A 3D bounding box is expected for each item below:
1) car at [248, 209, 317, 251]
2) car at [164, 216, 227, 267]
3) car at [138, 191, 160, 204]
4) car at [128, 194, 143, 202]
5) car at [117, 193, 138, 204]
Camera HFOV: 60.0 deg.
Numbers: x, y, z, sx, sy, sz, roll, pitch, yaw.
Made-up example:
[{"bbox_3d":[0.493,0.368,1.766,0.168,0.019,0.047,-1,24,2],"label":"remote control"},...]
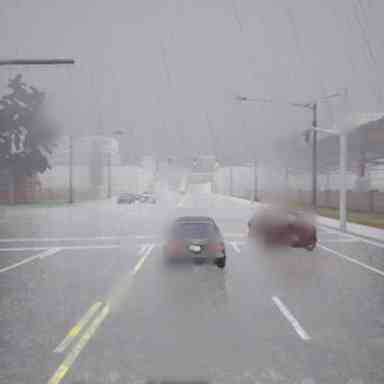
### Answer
[{"bbox_3d":[3.593,1.456,14.025,1.882,1.535,5.008,0,0,0],"label":"car"},{"bbox_3d":[0.093,1.538,11.309,2.033,1.411,5.357,0,0,0],"label":"car"},{"bbox_3d":[-7.032,0.781,54.435,2.150,2.045,5.566,0,1,0],"label":"car"},{"bbox_3d":[-10.527,1.028,62.468,1.994,1.385,4.181,0,1,0],"label":"car"},{"bbox_3d":[-10.538,0.927,53.159,2.097,1.767,4.553,0,1,0],"label":"car"}]
